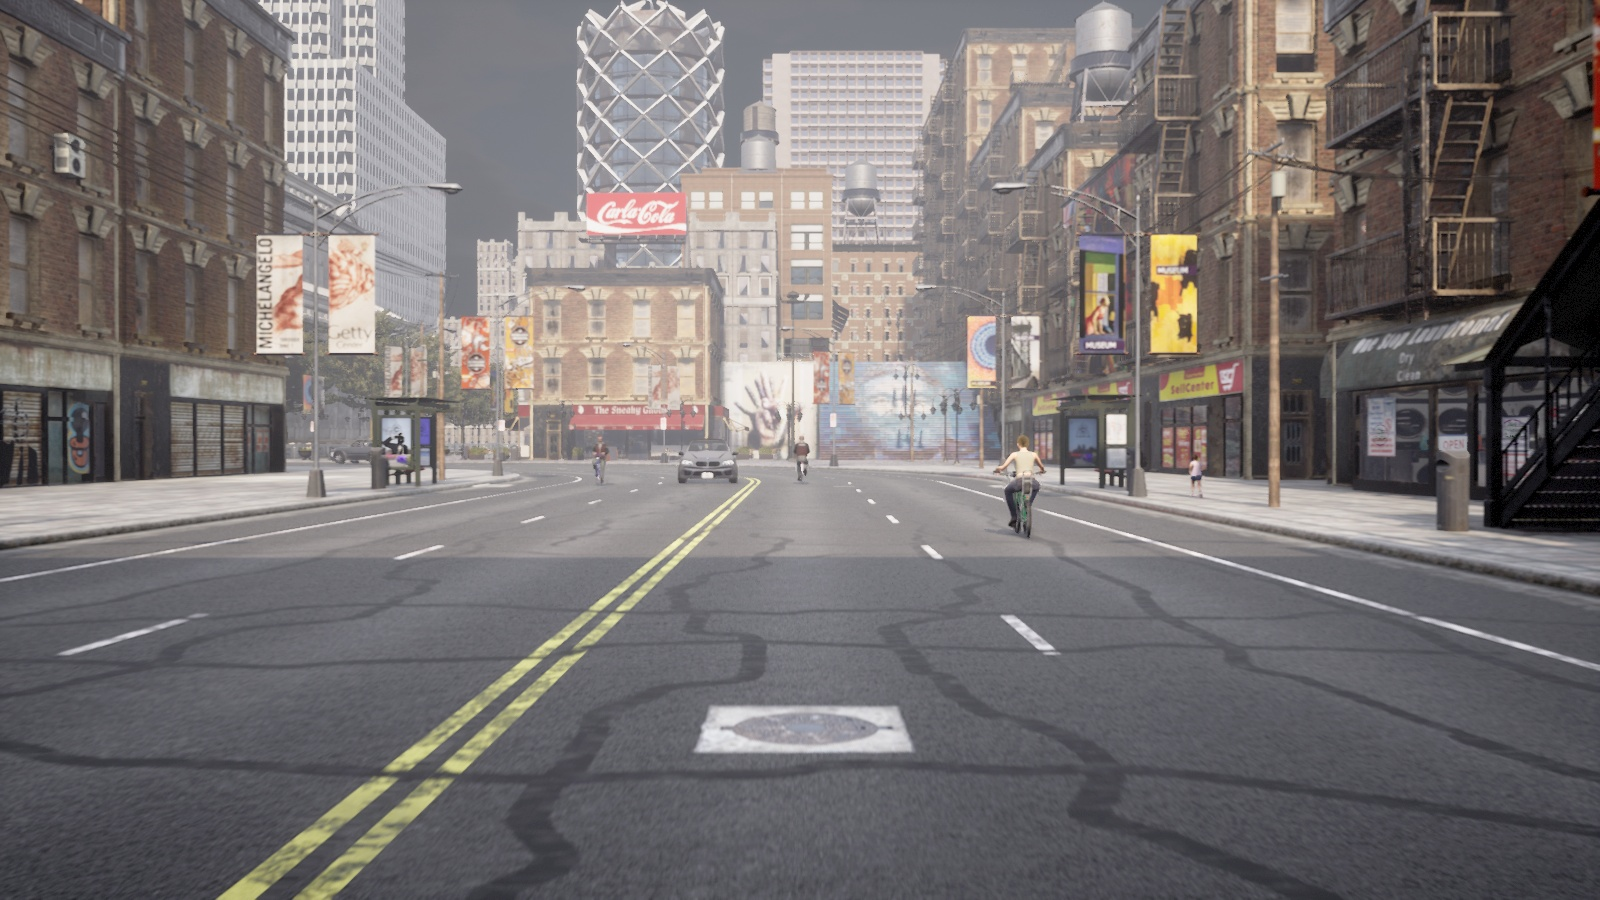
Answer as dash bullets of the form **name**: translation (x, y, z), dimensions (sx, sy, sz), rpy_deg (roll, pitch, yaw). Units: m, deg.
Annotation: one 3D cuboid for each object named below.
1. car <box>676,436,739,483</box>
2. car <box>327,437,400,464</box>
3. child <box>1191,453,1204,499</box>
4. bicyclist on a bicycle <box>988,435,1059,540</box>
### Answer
- **car**: translation (-3.466, 0.321, 47.397), dimensions (2.242, 1.667, 4.611), rpy_deg (0, 0, -3)
- **car**: translation (-30.962, 0.037, 89.060), dimensions (4.605, 1.855, 1.932), rpy_deg (0, 0, 17)
- **child**: translation (9.618, 0.619, 30.381), dimensions (0.255, 1.110, 0.394), rpy_deg (0, 0, 9)
- **bicyclist on a bicycle**: translation (3.544, 0.573, 20.045), dimensions (0.866, 1.612, 1.509), rpy_deg (0, 0, 0)
